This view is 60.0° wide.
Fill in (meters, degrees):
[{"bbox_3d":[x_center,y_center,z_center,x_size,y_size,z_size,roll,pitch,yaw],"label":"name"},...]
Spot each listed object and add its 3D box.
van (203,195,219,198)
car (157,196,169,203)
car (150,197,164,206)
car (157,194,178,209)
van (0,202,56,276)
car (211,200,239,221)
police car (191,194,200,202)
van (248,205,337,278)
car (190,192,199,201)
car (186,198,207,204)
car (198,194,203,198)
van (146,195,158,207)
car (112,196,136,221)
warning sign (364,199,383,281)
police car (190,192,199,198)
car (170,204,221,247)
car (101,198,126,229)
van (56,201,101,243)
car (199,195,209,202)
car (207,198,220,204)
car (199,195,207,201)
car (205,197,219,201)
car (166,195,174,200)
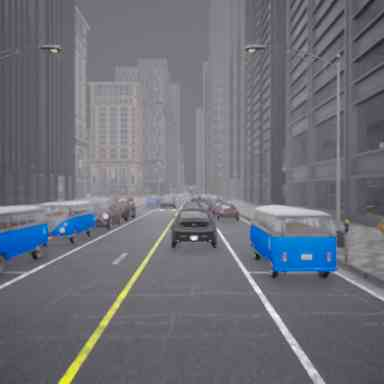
[{"bbox_3d":[2.757,1.296,43.692,1.690,1.788,3.998,0,0,0],"label":"van"},{"bbox_3d":[-5.768,1.496,66.251,1.947,1.339,4.313,0,0,0],"label":"car"},{"bbox_3d":[-5.768,1.487,54.970,1.887,1.381,4.507,0,0,0],"label":"car"},{"bbox_3d":[-3.091,1.432,44.378,1.882,1.535,5.008,0,0,0],"label":"car"},{"bbox_3d":[-5.767,1.331,9.842,1.690,1.788,3.998,0,0,0],"label":"van"},{"bbox_3d":[2.759,1.555,26.770,1.802,1.307,4.206,0,0,0],"label":"car"},{"bbox_3d":[0.769,1.340,78.072,1.930,1.638,5.238,0,0,-2],"label":"police car"},{"bbox_3d":[2.759,1.331,9.848,1.690,1.788,3.998,0,0,0],"label":"van"},{"bbox_3d":[0.673,1.128,84.020,2.150,2.045,5.566,0,0,0],"label":"car"},{"bbox_3d":[0.085,1.533,30.498,1.994,1.385,4.181,0,0,0],"label":"car"},{"bbox_3d":[2.757,1.475,66.254,1.887,1.381,4.507,0,0,0],"label":"car"},{"bbox_3d":[-5.768,1.290,49.329,1.690,1.788,3.998,0,0,0],"label":"van"},{"bbox_3d":[-5.767,1.288,26.765,2.192,1.841,5.009,0,0,0],"label":"car"},{"bbox_3d":[5.071,1.107,7.985,1.300,1.860,1.060,0,0,0],"label":"warning sign"},{"bbox_3d":[0.885,1.355,68.100,1.930,1.638,5.238,0,0,0],"label":"police car"},{"bbox_3d":[0.086,1.489,14.991,1.837,1.490,4.892,0,0,0],"label":"car"},{"bbox_3d":[-5.767,1.419,21.124,1.967,1.590,4.097,0,0,0],"label":"car"},{"bbox_3d":[-5.767,1.326,15.483,1.690,1.788,3.998,0,0,0],"label":"van"},{"bbox_3d":[2.757,1.466,77.536,2.008,1.369,4.403,0,0,0],"label":"car"},{"bbox_3d":[2.759,1.549,32.410,1.802,1.307,4.206,0,0,0],"label":"car"},{"bbox_3d":[2.757,1.472,83.176,1.947,1.339,4.313,0,0,0],"label":"car"},{"bbox_3d":[2.758,1.527,38.051,1.947,1.339,4.313,0,0,0],"label":"car"},{"bbox_3d":[-5.769,1.463,88.816,1.947,1.339,4.313,0,0,0],"label":"car"}]
